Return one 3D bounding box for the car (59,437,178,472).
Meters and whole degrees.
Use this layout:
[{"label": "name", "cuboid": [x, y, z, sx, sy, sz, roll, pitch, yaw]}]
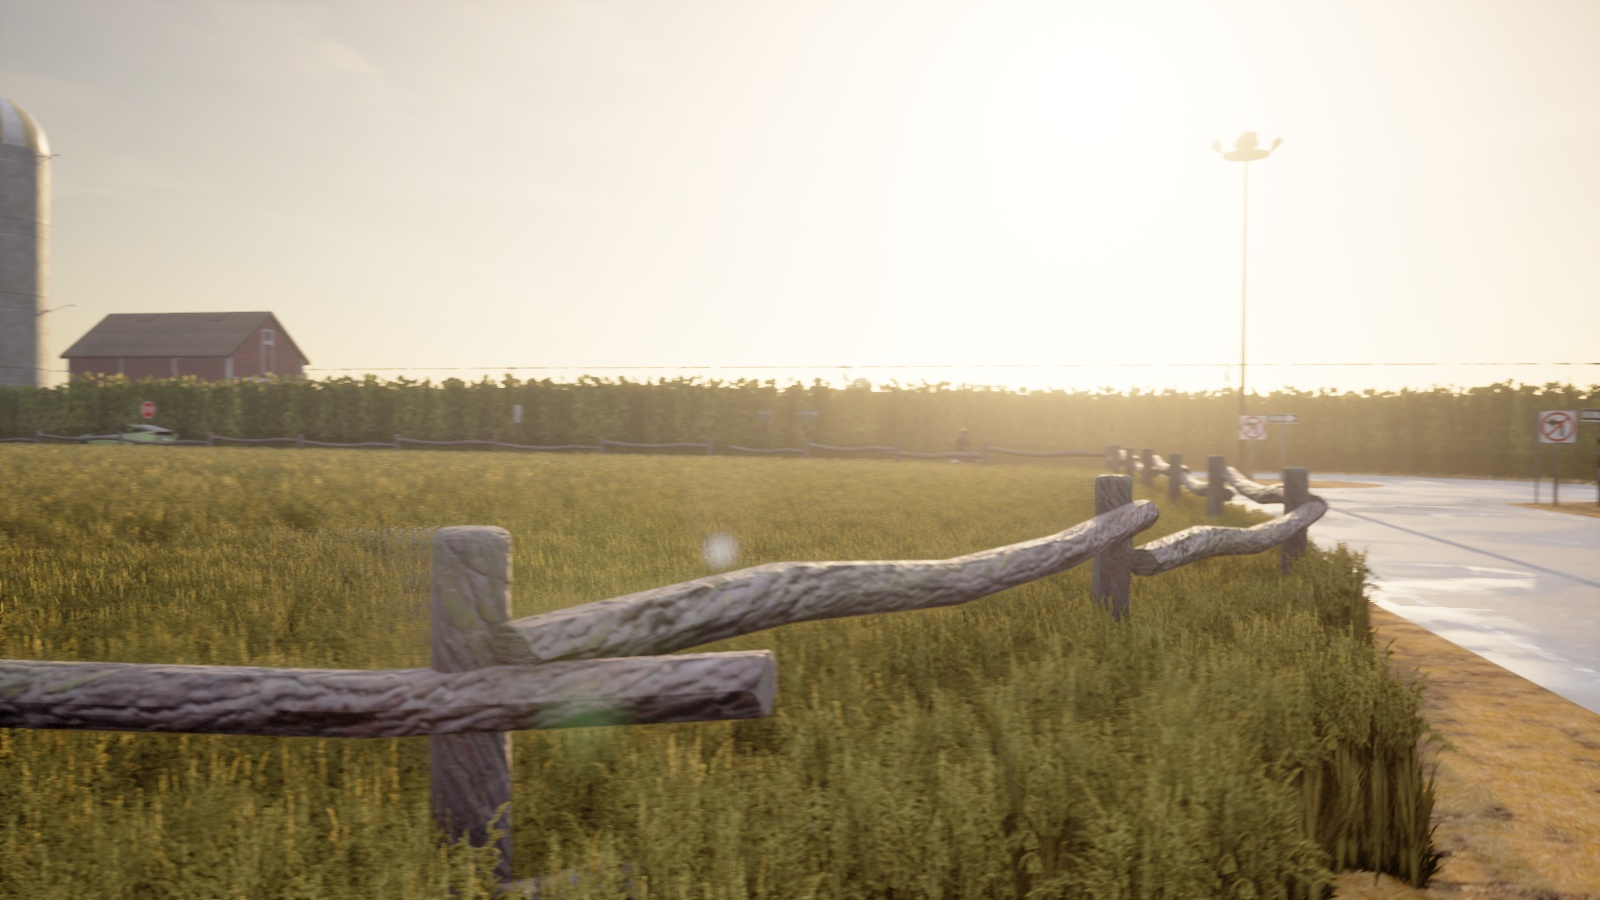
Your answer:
[{"label": "car", "cuboid": [-30.444, 0.195, 56.129, 4.514, 1.525, 2.007, 0, 1, 14]}]
